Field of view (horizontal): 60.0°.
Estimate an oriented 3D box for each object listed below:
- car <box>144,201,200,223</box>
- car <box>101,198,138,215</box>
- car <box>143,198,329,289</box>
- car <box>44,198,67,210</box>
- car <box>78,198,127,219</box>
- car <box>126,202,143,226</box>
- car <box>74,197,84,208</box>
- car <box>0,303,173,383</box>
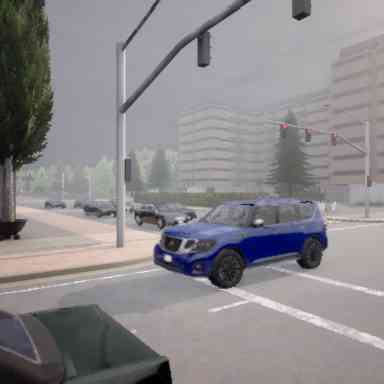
[{"bbox_3d":[-1.785,1.547,27.120,2.033,1.411,5.357,0,0,-36],"label":"car"},{"bbox_3d":[-7.845,1.491,35.519,2.128,1.511,4.902,0,0,-36],"label":"car"},{"bbox_3d":[1.653,1.221,9.551,5.566,2.045,2.150,0,0,-36],"label":"car"},{"bbox_3d":[-17.992,1.548,43.633,2.033,1.411,5.357,0,0,-35],"label":"car"},{"bbox_3d":[-8.196,1.548,30.020,2.033,1.411,5.357,0,0,-36],"label":"car"},{"bbox_3d":[-2.076,1.491,21.528,2.128,1.511,4.902,0,0,-35],"label":"car"},{"bbox_3d":[-14.414,1.491,44.648,2.128,1.511,4.902,0,0,-36],"label":"car"},{"bbox_3d":[-2.568,1.601,2.171,4.718,1.301,1.895,0,0,-36],"label":"car"}]
